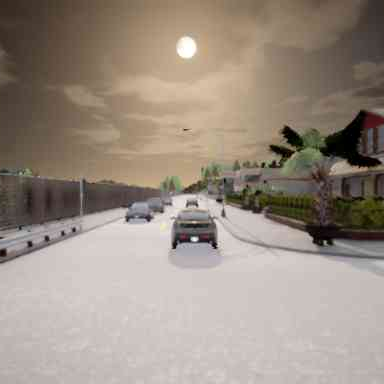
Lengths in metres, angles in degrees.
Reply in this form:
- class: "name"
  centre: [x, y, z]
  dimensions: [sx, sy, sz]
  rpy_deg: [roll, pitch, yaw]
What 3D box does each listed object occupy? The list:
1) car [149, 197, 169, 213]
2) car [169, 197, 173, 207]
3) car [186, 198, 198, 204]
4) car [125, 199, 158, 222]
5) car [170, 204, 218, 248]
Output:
- class: "car"
  centre: [-4.081, 1.384, 36.553]
  dimensions: [2.097, 1.767, 4.553]
  rpy_deg: [0, 0, 0]
- class: "car"
  centre: [-4.034, 1.551, 52.694]
  dimensions: [1.837, 1.490, 4.892]
  rpy_deg: [0, 0, 1]
- class: "car"
  centre: [0.010, 1.570, 50.198]
  dimensions: [1.812, 1.442, 4.674]
  rpy_deg: [0, 0, 0]
- class: "car"
  centre: [-4.090, 1.550, 26.759]
  dimensions: [1.812, 1.442, 4.674]
  rpy_deg: [0, 0, -1]
- class: "car"
  centre: [0.099, 1.518, 14.857]
  dimensions: [1.837, 1.490, 4.892]
  rpy_deg: [0, 0, 0]
